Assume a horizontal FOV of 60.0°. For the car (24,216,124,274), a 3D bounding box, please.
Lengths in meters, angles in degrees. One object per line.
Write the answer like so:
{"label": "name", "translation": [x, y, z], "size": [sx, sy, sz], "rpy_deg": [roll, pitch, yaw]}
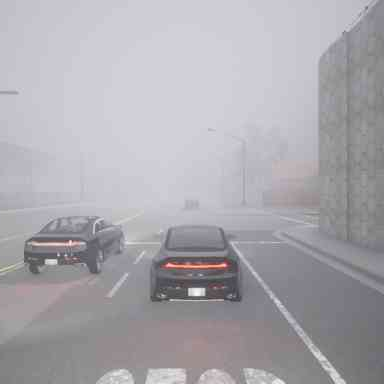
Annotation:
{"label": "car", "translation": [-3.430, 1.492, 10.520], "size": [2.128, 1.511, 4.902], "rpy_deg": [0, 0, 0]}

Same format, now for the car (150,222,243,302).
{"label": "car", "translation": [0.078, 1.505, 8.252], "size": [1.837, 1.490, 4.892], "rpy_deg": [0, 0, 0]}

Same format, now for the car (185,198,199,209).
{"label": "car", "translation": [-0.026, 1.491, 44.232], "size": [2.128, 1.511, 4.902], "rpy_deg": [0, 0, 0]}
